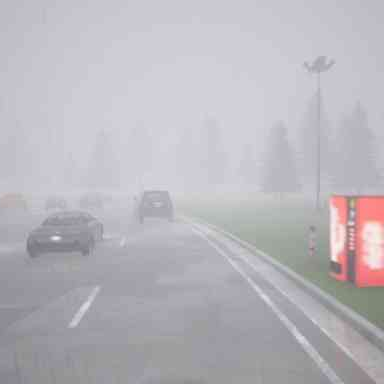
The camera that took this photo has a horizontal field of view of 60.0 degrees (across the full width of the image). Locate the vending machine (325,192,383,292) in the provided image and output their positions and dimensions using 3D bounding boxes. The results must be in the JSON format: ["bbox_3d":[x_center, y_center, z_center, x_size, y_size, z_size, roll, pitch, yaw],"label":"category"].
[{"bbox_3d":[3.733,1.053,7.487,1.100,2.100,0.880,0,1,-5],"label":"vending machine"}]

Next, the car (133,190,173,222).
[{"bbox_3d":[-2.714,0.890,22.609,2.150,2.045,5.566,0,1,-14],"label":"car"}]

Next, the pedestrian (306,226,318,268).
[{"bbox_3d":[3.155,1.365,8.546,0.500,1.100,0.500,0,1,-5],"label":"pedestrian"}]

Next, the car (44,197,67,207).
[{"bbox_3d":[-13.674,1.126,33.210,1.895,1.301,4.718,-1,1,-26],"label":"car"}]

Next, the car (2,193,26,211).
[{"bbox_3d":[-18.139,0.888,33.901,2.097,1.767,4.553,-1,1,-29],"label":"car"}]

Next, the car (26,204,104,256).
[{"bbox_3d":[-4.494,1.383,12.329,1.994,1.385,4.181,0,1,-8],"label":"car"}]

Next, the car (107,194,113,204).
[{"bbox_3d":[-12.305,0.859,44.866,1.812,1.442,4.674,0,1,-40],"label":"car"}]

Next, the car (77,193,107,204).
[{"bbox_3d":[-10.599,0.842,34.457,2.097,1.767,4.553,-1,1,-25],"label":"car"}]
